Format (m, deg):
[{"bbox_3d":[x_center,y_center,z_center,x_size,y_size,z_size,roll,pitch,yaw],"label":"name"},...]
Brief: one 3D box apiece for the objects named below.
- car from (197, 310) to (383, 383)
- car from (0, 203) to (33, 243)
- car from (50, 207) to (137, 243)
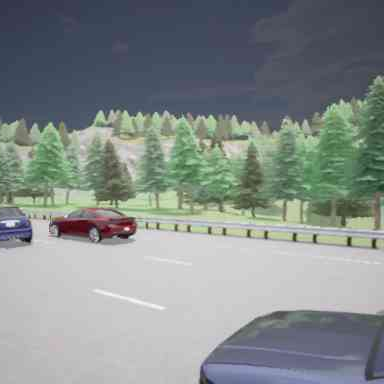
[{"bbox_3d":[2.590,1.547,2.146,5.357,1.411,2.033,0,0,36],"label":"car"},{"bbox_3d":[-9.113,1.352,14.789,4.553,1.767,2.097,0,0,35],"label":"car"},{"bbox_3d":[-4.879,1.478,16.065,5.008,1.535,1.882,0,0,35],"label":"car"}]
